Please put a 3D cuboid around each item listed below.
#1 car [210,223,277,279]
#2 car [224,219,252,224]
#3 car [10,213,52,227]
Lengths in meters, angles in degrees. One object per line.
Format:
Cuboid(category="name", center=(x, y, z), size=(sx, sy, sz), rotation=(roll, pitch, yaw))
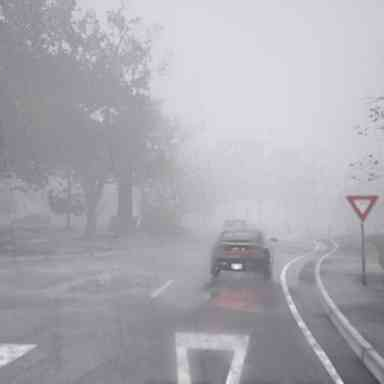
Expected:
Cuboid(category="car", center=(1.917, 2.039, 11.883), size=(1.837, 1.490, 4.892), rotation=(-1, -4, 15))
Cuboid(category="car", center=(3.386, 2.646, 23.101), size=(2.097, 1.767, 4.553), rotation=(-1, -4, 21))
Cuboid(category="car", center=(-24.068, 4.187, 49.882), size=(5.566, 2.045, 2.150), rotation=(2, -4, -23))
